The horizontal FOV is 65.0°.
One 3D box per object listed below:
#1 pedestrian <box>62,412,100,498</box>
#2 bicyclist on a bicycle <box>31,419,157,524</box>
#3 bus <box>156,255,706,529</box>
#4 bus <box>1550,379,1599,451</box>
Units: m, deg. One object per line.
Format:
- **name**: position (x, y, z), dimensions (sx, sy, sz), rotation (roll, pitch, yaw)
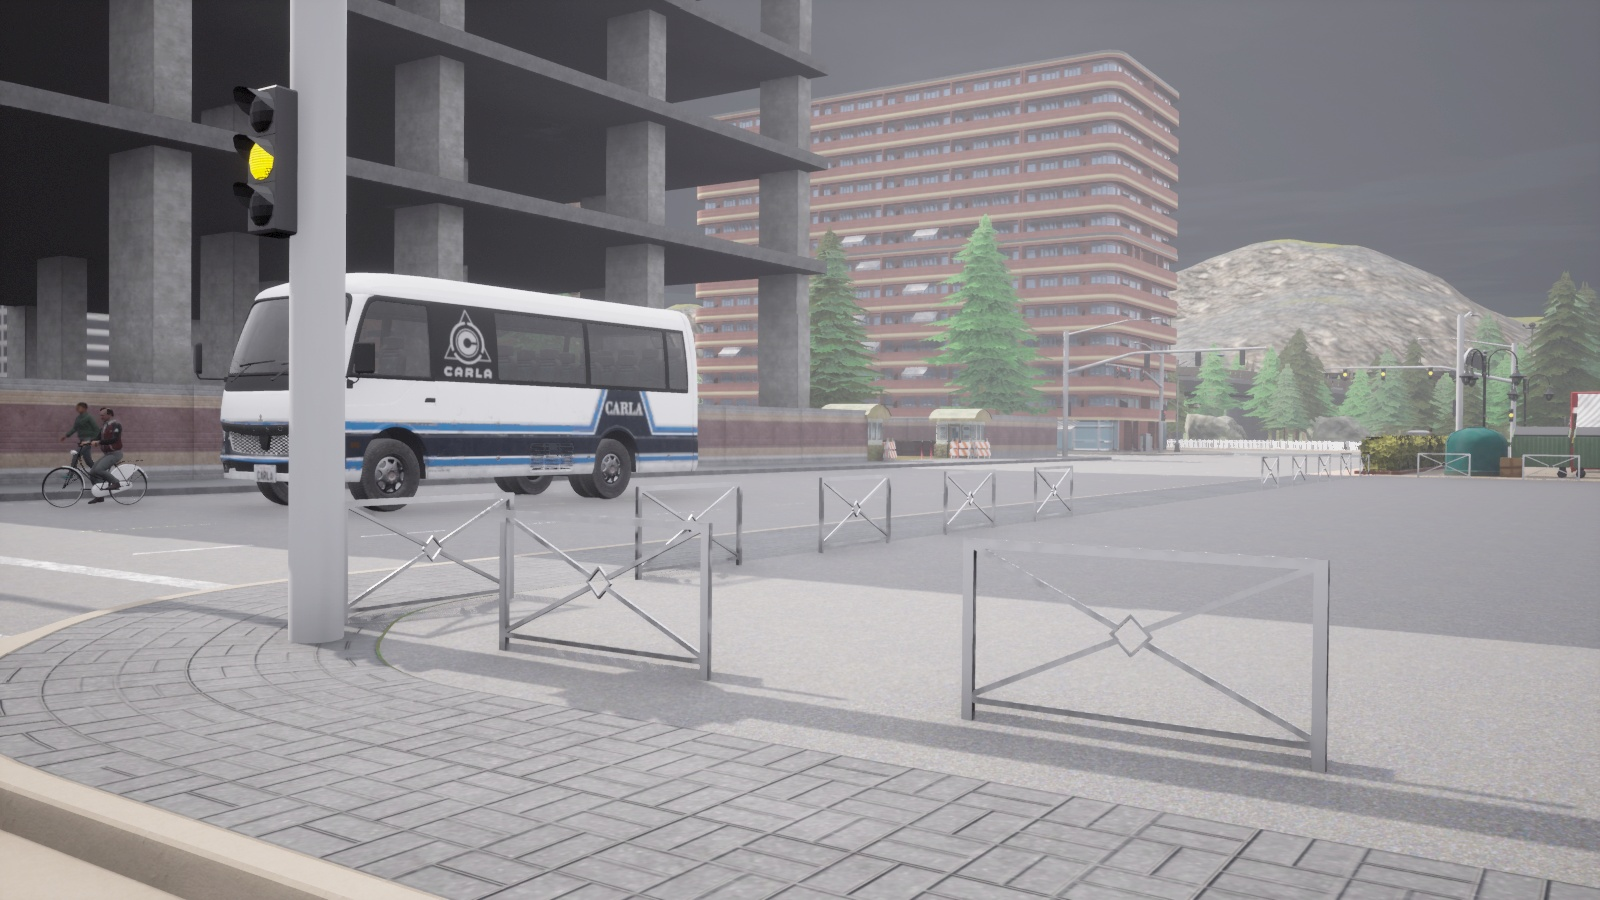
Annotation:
- **pedestrian**: position (-15.623, 0.106, 27.291), dimensions (0.353, 1.847, 0.614), rotation (0, 1, 34)
- **bicyclist on a bicycle**: position (-12.481, 0.356, 22.252), dimensions (0.659, 1.776, 1.843), rotation (0, 1, 33)
- **bus**: position (-6.591, -0.980, 24.827), dimensions (3.944, 4.253, 10.273), rotation (0, 1, 33)
- **bus**: position (50.595, -2.120, 74.497), dimensions (10.273, 4.253, 3.944), rotation (0, 1, 34)
